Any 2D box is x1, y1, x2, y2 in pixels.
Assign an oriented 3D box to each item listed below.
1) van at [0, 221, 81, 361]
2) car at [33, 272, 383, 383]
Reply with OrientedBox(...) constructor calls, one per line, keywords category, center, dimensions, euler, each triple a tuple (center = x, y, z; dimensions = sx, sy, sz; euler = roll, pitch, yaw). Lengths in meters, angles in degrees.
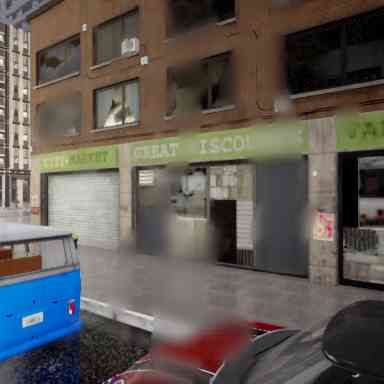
OrientedBox(category="van", center=(-3.474, 1.343, 5.191), dimensions=(3.998, 1.788, 1.690), euler=(0, 0, 35))
OrientedBox(category="car", center=(1.165, 1.440, 1.896), dimensions=(4.097, 1.590, 1.967), euler=(0, 0, 35))
